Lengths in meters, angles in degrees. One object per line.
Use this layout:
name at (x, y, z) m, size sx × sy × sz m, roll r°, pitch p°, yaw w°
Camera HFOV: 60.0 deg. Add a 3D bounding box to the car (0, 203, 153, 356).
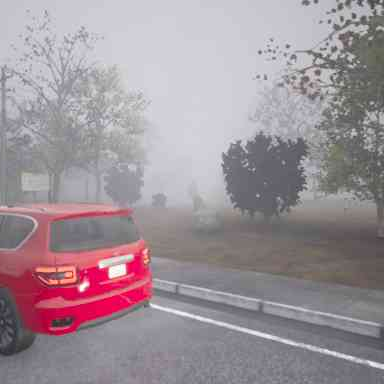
car at (-3.250, 1.221, 6.298) m, size 5.566 × 2.045 × 2.150 m, roll 0°, pitch 0°, yaw 35°
